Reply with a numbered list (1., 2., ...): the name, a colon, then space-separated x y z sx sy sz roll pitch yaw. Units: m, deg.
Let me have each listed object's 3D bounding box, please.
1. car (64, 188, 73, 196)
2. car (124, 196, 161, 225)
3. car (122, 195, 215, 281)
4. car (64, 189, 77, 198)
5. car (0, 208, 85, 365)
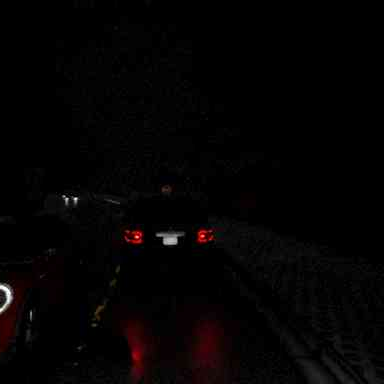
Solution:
1. car: -27.249 -0.030 73.588 1.882 1.535 5.008 1 1 -20
2. car: -3.401 1.138 22.126 1.882 1.535 5.008 0 1 -15
3. car: -0.774 1.081 9.670 2.150 2.045 5.566 0 1 -7
4. car: -21.578 0.287 59.422 1.812 1.442 4.674 1 1 -22
5. car: -3.323 1.258 5.745 2.097 1.767 4.553 0 1 -6
